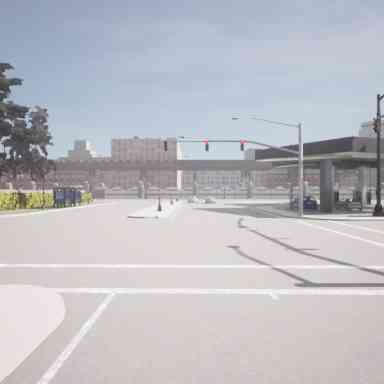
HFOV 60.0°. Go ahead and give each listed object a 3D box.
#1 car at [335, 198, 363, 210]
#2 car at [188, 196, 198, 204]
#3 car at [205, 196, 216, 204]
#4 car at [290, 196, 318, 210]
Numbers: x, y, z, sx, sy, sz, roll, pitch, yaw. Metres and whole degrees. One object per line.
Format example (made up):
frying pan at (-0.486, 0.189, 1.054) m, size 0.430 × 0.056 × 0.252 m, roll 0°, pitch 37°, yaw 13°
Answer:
car at (18.989, 1.456, 40.393) m, size 1.970 × 1.475 × 3.806 m, roll 0°, pitch 0°, yaw 0°
car at (0.160, 1.525, 66.102) m, size 1.812 × 1.442 × 4.674 m, roll 0°, pitch 0°, yaw 0°
car at (3.554, 1.525, 64.319) m, size 1.812 × 1.442 × 4.674 m, roll 0°, pitch 0°, yaw 0°
car at (13.244, 1.295, 39.635) m, size 2.242 × 1.667 × 4.611 m, roll 0°, pitch 0°, yaw 0°
